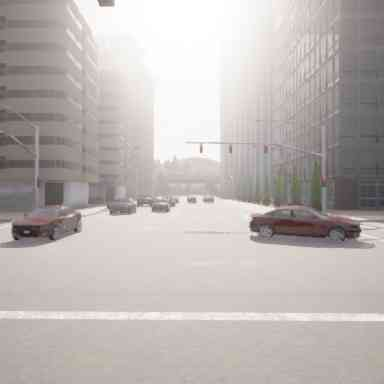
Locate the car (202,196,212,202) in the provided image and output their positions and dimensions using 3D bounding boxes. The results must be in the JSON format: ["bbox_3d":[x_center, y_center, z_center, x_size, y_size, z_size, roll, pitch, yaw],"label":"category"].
[{"bbox_3d":[3.452,1.528,76.190,1.994,1.385,4.181,0,0,0],"label":"car"}]

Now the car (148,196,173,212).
[{"bbox_3d":[-3.625,1.505,38.963,1.837,1.490,4.892,0,0,0],"label":"car"}]

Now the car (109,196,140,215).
[{"bbox_3d":[-7.122,1.354,34.467,2.097,1.767,4.553,0,0,0],"label":"car"}]

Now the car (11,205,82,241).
[{"bbox_3d":[-7.110,1.451,16.792,1.882,1.535,5.008,0,0,0],"label":"car"}]

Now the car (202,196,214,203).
[{"bbox_3d":[3.458,1.505,67.522,1.837,1.490,4.892,0,0,0],"label":"car"}]

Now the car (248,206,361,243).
[{"bbox_3d":[5.198,1.429,15.774,5.008,1.535,1.882,0,1,29],"label":"car"}]

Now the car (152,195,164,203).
[{"bbox_3d":[-7.043,1.493,69.093,2.128,1.511,4.902,0,0,0],"label":"car"}]

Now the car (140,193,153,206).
[{"bbox_3d":[-7.126,1.222,51.370,2.150,2.045,5.566,0,0,0],"label":"car"}]

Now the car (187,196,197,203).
[{"bbox_3d":[-0.042,1.478,66.686,1.882,1.535,5.008,0,0,0],"label":"car"}]

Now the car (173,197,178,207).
[{"bbox_3d":[-3.627,1.353,49.663,2.097,1.767,4.553,0,0,0],"label":"car"}]

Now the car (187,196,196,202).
[{"bbox_3d":[-0.048,1.522,76.014,1.994,1.385,4.181,0,0,0],"label":"car"}]
